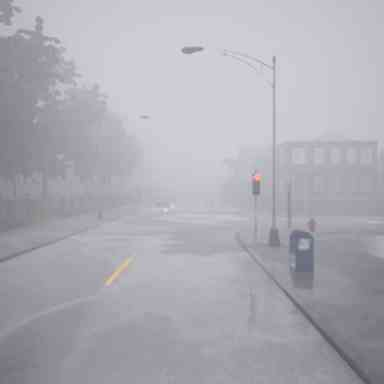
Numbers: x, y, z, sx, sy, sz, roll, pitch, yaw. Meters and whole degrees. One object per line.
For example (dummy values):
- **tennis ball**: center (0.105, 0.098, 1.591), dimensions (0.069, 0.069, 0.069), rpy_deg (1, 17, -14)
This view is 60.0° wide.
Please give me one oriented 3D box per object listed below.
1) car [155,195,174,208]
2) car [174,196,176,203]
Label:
- **car**: center (-4.057, 1.433, 46.857), dimensions (2.033, 1.411, 5.357), rpy_deg (0, 0, 0)
- **car**: center (-3.978, 1.343, 62.402), dimensions (2.128, 1.511, 4.902), rpy_deg (0, 0, 0)
